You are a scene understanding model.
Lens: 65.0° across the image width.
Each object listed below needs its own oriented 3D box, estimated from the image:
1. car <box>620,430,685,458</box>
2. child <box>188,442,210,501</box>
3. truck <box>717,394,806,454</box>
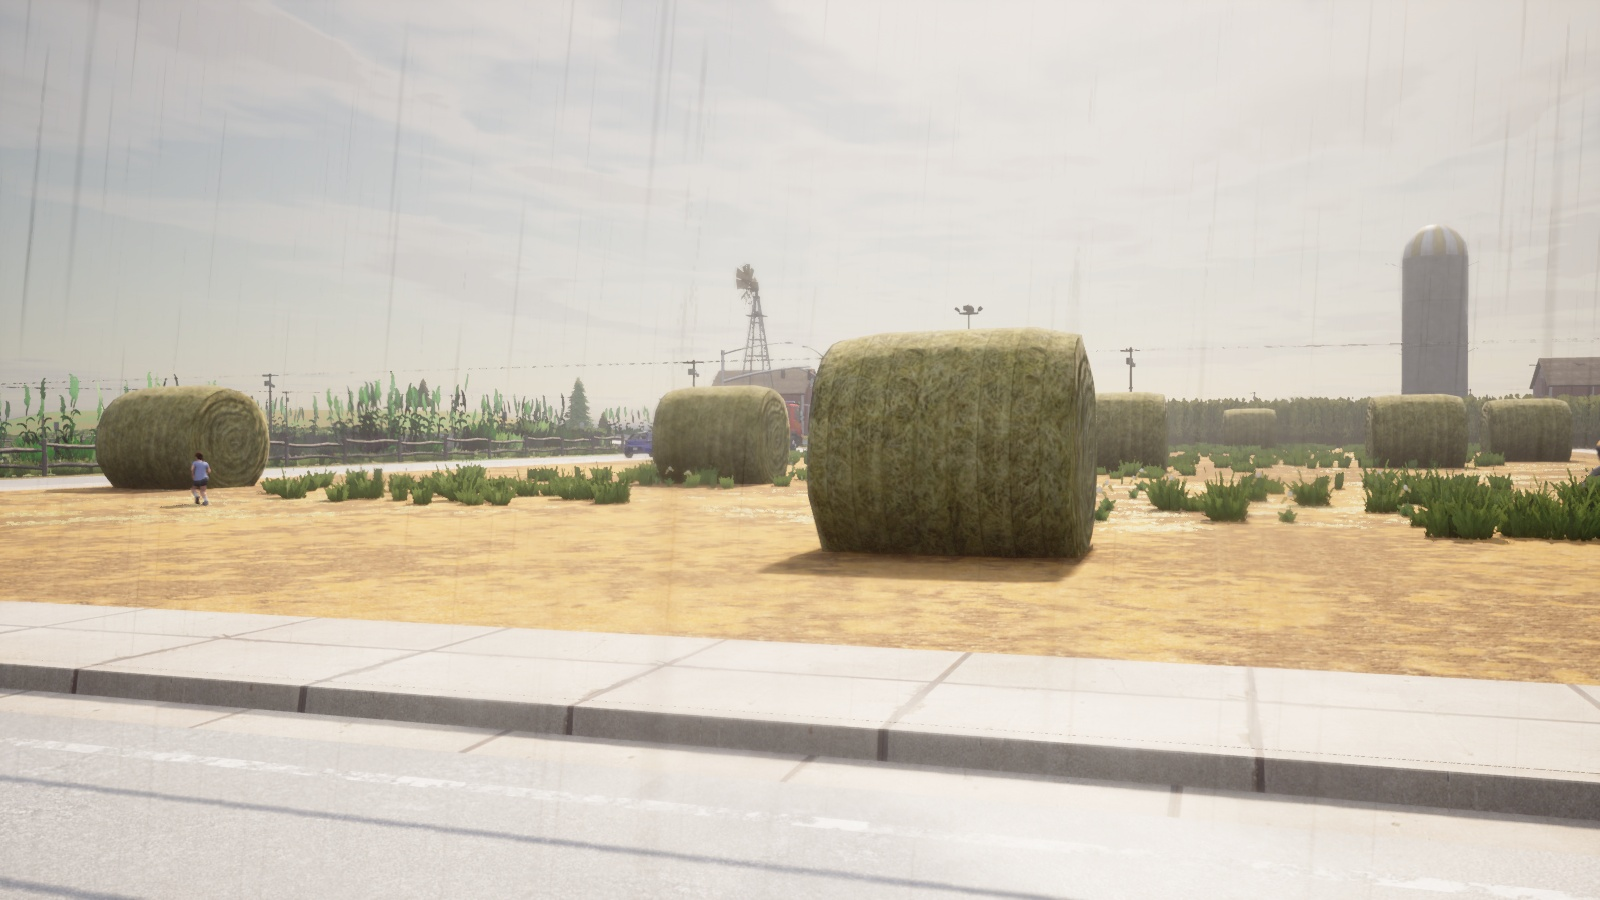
[{"bbox_3d":[-8.255,-0.356,70.618,1.816,1.474,4.193,1,1,21],"label":"car"},{"bbox_3d":[-11.455,0.405,23.950,0.394,1.110,0.255,1,1,44],"label":"child"},{"bbox_3d":[-2.522,-1.747,85.215,2.891,3.827,8.468,1,1,22],"label":"truck"}]
